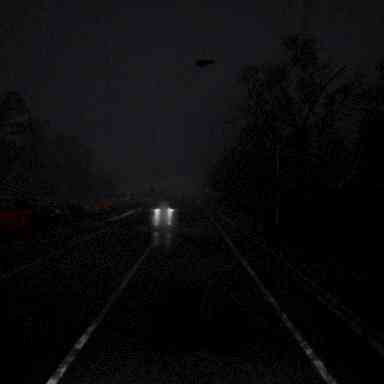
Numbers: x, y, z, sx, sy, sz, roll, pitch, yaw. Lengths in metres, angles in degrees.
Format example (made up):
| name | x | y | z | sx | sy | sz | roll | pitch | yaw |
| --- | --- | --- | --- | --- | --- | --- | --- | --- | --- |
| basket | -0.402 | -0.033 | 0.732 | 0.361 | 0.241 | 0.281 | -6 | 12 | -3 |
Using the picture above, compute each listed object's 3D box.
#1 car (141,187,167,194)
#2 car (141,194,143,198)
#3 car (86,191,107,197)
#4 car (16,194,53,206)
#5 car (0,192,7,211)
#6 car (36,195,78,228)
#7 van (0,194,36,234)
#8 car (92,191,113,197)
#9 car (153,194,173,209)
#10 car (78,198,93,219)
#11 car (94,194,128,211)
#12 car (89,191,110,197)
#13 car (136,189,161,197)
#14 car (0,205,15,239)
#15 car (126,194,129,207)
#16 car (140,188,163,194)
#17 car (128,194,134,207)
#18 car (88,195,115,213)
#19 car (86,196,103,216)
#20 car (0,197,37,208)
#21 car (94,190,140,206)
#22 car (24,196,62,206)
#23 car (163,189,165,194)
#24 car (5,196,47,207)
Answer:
| name | x | y | z | sx | sy | sz | roll | pitch | yaw |
| --- | --- | --- | --- | --- | --- | --- | --- | --- | --- |
| car | -10.417 | 0.230 | 90.433 | 5.566 | 2.045 | 2.435 | 0 | 1 | 0 |
| car | -10.170 | 1.360 | 49.483 | 4.792 | 1.488 | 2.163 | 0 | 0 | 0 |
| car | -23.492 | 0.597 | 81.916 | 4.674 | 1.452 | 2.002 | 0 | 0 | 0 |
| car | -23.311 | 1.201 | 49.381 | 4.553 | 1.767 | 2.185 | 0 | 0 | 0 |
| car | -23.330 | 1.061 | 35.655 | 5.566 | 2.045 | 2.435 | 0 | 0 | 0 |
| car | -10.275 | 1.212 | 21.729 | 4.553 | 1.767 | 2.185 | 0 | 0 | 0 |
| van | -10.369 | 1.152 | 16.178 | 4.442 | 1.987 | 1.878 | 0 | 0 | 0 |
| car | -23.504 | 0.543 | 87.613 | 4.792 | 1.488 | 2.163 | 0 | 1 | 0 |
| car | -3.408 | 1.271 | 41.620 | 1.837 | 1.490 | 4.892 | 0 | 0 | 0 |
| car | -10.233 | 1.324 | 24.509 | 4.892 | 1.521 | 2.231 | 0 | 0 | 0 |
| car | -10.036 | 1.312 | 35.602 | 5.366 | 1.575 | 1.946 | 0 | 0 | 0 |
| car | -23.485 | 0.579 | 84.701 | 4.674 | 1.452 | 2.002 | 0 | 0 | 0 |
| car | -10.386 | 0.607 | 79.294 | 4.792 | 1.488 | 2.163 | 0 | 0 | 0 |
| car | -10.228 | 1.428 | 13.404 | 4.792 | 1.488 | 2.163 | 0 | 0 | 0 |
| car | -10.223 | 1.319 | 38.378 | 4.892 | 1.521 | 2.231 | 0 | 0 | 0 |
| car | -10.433 | 0.416 | 84.863 | 4.553 | 1.767 | 2.185 | 0 | 1 | 0 |
| car | -10.398 | 1.318 | 41.155 | 5.366 | 1.575 | 1.946 | 0 | 0 | 0 |
| car | -10.045 | 1.308 | 29.929 | 5.366 | 1.575 | 1.946 | 0 | 0 | 0 |
| car | -10.420 | 1.311 | 27.277 | 5.366 | 1.575 | 1.946 | 0 | 0 | 0 |
| car | -23.285 | 1.361 | 43.965 | 4.674 | 1.452 | 2.002 | 0 | 0 | 0 |
| car | -10.237 | 1.073 | 43.932 | 5.566 | 2.045 | 2.435 | 0 | 0 | 0 |
| car | -23.270 | 1.330 | 52.152 | 5.008 | 1.535 | 2.097 | 0 | 0 | 0 |
| car | -10.390 | 0.516 | 87.643 | 5.008 | 1.535 | 2.097 | 0 | 1 | 0 |
| car | -23.254 | 1.354 | 46.735 | 4.792 | 1.488 | 2.163 | 0 | 0 | 0 |
